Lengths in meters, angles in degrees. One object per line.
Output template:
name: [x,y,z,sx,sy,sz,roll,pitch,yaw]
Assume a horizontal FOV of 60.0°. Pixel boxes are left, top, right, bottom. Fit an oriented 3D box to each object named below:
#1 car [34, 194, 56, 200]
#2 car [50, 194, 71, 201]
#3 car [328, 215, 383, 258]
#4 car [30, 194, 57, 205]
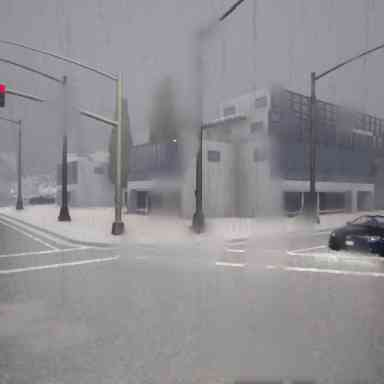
car: [-38.330,1.414,86.633,4.892,1.490,1.837,0,0,6]
car: [-32.876,1.295,83.192,4.553,1.767,2.097,0,0,-7]
car: [7.157,1.616,12.966,4.181,1.385,1.994,0,0,-37]
car: [-25.225,1.427,56.500,2.128,1.511,4.902,1,0,19]
